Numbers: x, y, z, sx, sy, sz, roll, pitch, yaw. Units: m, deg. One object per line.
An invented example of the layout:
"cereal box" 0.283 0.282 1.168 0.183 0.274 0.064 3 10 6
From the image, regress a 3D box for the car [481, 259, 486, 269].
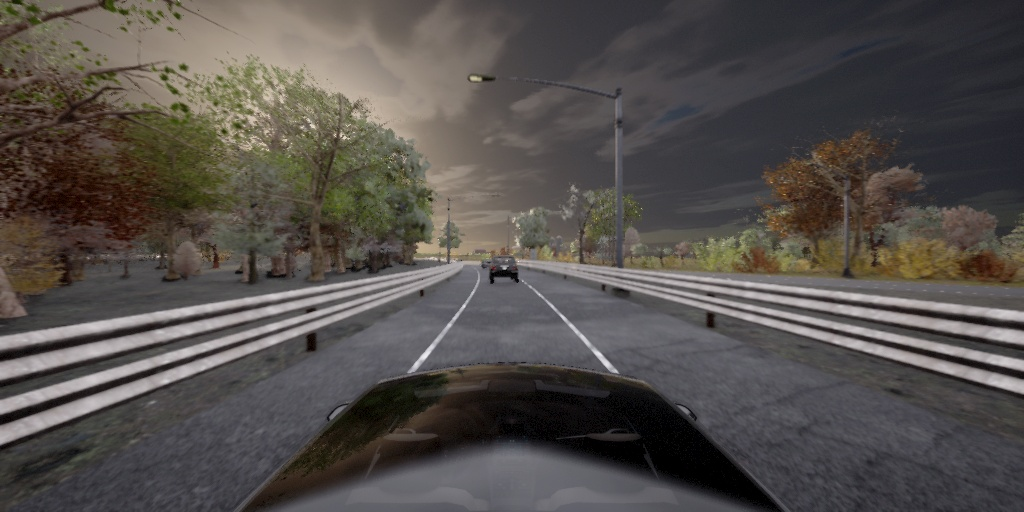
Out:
"car" -3.952 1.216 56.986 2.128 1.511 4.902 0 0 -9

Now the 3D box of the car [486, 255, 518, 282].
"car" -0.757 0.974 28.789 2.150 2.045 5.566 0 0 -5
